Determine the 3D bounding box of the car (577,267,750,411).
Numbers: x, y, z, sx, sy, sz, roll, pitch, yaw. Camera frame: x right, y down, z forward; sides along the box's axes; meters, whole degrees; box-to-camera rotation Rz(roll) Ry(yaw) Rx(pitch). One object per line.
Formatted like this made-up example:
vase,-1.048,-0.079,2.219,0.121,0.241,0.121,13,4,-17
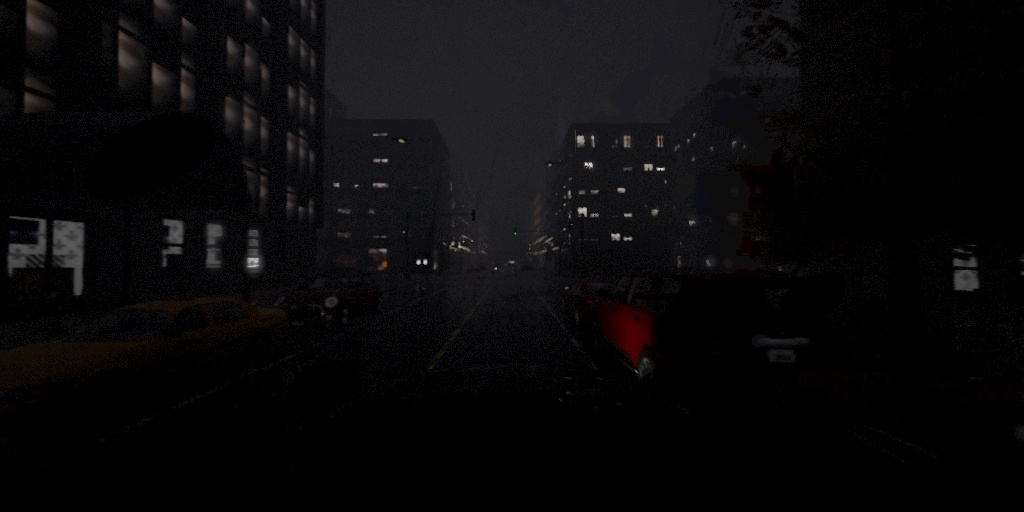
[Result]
car,2.690,1.102,5.963,2.192,1.841,5.009,0,0,0

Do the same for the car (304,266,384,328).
car,-5.690,1.278,11.524,1.967,1.591,4.097,0,0,0

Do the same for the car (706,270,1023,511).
car,2.691,1.053,0.404,2.192,1.841,5.009,0,0,0

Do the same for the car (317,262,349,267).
car,-17.264,1.316,35.909,4.507,1.381,1.888,0,0,0

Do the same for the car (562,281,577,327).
car,2.690,1.382,11.523,1.888,1.381,4.507,0,0,0

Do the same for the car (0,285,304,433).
car,-5.690,1.314,5.795,1.751,1.417,4.829,0,0,0

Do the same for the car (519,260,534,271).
car,2.690,1.823,60.557,1.888,1.381,4.507,0,0,0

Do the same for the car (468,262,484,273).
car,-5.690,1.754,54.878,1.751,1.417,4.829,0,0,0
